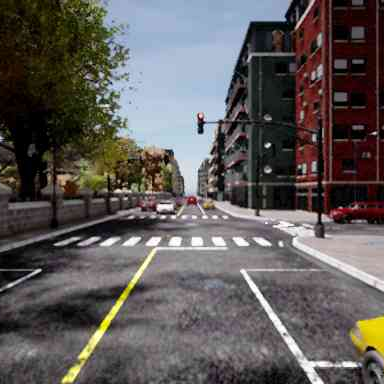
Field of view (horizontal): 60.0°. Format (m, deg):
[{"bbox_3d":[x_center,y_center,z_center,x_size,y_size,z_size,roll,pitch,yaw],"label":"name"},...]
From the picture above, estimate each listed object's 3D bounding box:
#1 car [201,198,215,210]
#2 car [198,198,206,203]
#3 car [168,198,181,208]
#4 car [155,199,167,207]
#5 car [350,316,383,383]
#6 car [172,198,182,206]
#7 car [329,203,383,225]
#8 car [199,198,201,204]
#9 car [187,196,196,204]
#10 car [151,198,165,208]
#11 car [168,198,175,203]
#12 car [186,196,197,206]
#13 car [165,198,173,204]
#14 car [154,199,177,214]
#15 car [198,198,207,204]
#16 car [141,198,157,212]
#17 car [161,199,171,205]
[{"bbox_3d":[2.655,1.943,51.101,1.752,1.417,4.829,0,0,0],"label":"car"},{"bbox_3d":[2.630,2.302,89.676,1.887,1.381,4.507,0,-1,0],"label":"car"},{"bbox_3d":[-3.124,1.948,49.129,2.033,1.411,5.357,0,0,0],"label":"car"},{"bbox_3d":[-5.733,2.057,61.995,1.887,1.381,4.507,0,0,0],"label":"car"},{"bbox_3d":[2.688,1.542,2.002,1.752,1.417,4.829,0,0,0],"label":"car"},{"bbox_3d":[-3.043,2.095,69.146,1.812,1.442,4.674,0,-1,0],"label":"car"},{"bbox_3d":[14.597,1.820,28.831,5.009,1.841,2.192,1,-1,0],"label":"car"},{"bbox_3d":[2.651,2.009,56.466,1.887,1.381,4.507,0,0,0],"label":"car"},{"bbox_3d":[-0.051,1.947,81.102,2.097,1.767,4.553,0,-1,0],"label":"car"},{"bbox_3d":[-5.729,1.904,56.461,1.967,1.590,4.097,0,0,0],"label":"car"},{"bbox_3d":[-5.754,2.331,95.035,1.752,1.417,4.829,0,-1,0],"label":"car"},{"bbox_3d":[-0.044,1.805,70.742,2.150,2.045,5.566,0,-1,0],"label":"car"},{"bbox_3d":[-5.746,2.289,84.135,1.802,1.307,4.206,0,-1,0],"label":"car"},{"bbox_3d":[-3.093,1.845,39.495,1.812,1.442,4.674,0,0,-1],"label":"car"},{"bbox_3d":[2.634,2.252,84.141,1.887,1.381,4.507,0,-1,0],"label":"car"},{"bbox_3d":[-5.723,1.684,45.392,2.192,1.841,5.009,0,0,0],"label":"car"},{"bbox_3d":[-5.740,2.191,73.065,1.802,1.307,4.206,0,-1,0],"label":"car"}]
